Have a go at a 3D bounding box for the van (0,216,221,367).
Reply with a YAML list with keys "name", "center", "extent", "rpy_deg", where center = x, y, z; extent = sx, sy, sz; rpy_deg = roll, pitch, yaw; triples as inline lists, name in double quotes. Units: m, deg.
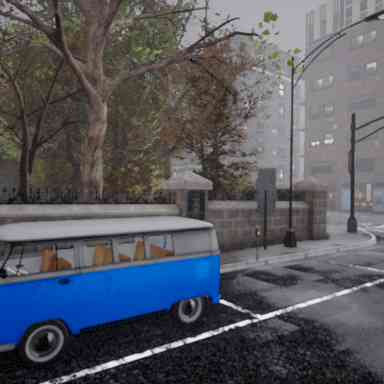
- name: "van"
  center: [-1.383, 1.347, 5.504]
  extent: [3.998, 1.788, 1.690]
  rpy_deg: [0, 1, -35]
